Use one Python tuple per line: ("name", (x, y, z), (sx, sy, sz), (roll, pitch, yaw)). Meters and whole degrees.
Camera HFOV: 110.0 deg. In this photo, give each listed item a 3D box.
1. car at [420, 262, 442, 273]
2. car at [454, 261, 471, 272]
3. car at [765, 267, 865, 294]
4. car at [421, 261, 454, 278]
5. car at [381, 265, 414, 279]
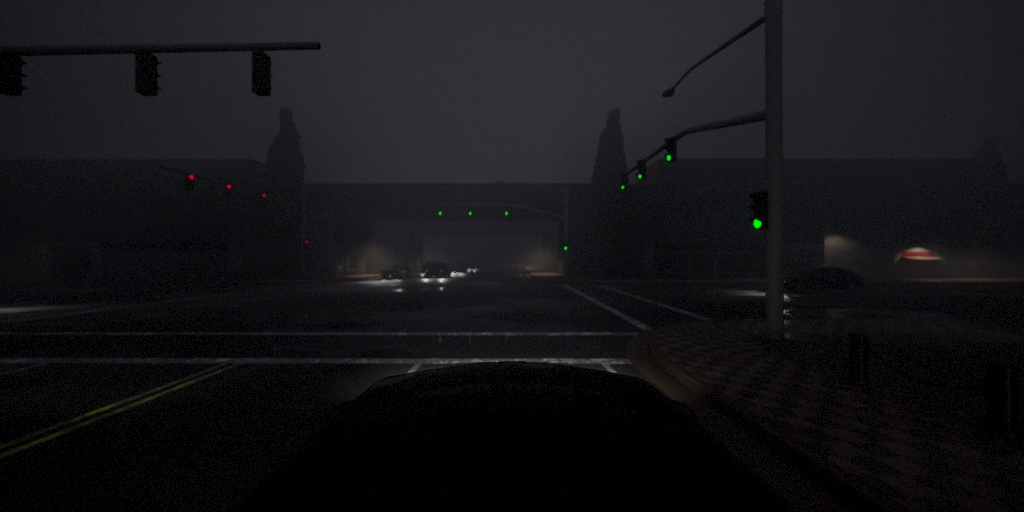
("car", (-11.187, 1.538, 49.745), (1.837, 1.490, 4.892), (0, 0, 0))
("car", (-7.672, 1.537, 51.737), (2.128, 1.511, 4.902), (0, 0, 0))
("car", (17.395, 1.366, 20.709), (4.892, 1.490, 1.837), (0, 0, 0))
("car", (-7.764, 1.441, 37.932), (1.882, 1.535, 5.008), (0, 0, 0))
("car", (-11.280, 1.549, 35.470), (1.895, 1.301, 4.718), (0, 0, 0))
